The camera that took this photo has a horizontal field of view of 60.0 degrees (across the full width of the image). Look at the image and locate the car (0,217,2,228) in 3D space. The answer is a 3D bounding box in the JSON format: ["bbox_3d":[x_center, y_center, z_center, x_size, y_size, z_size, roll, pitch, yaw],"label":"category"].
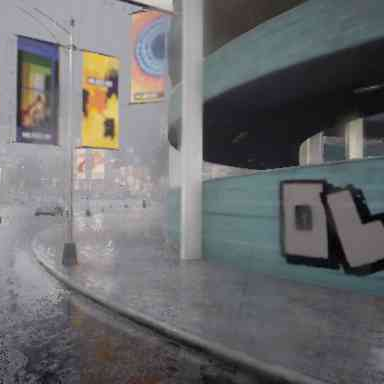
[{"bbox_3d":[-12.910,1.633,19.795,1.812,1.442,4.674,0,-1,-14],"label":"car"}]

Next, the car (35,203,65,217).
[{"bbox_3d":[-14.860,1.810,34.945,1.994,1.385,4.181,1,-1,-6],"label":"car"}]
